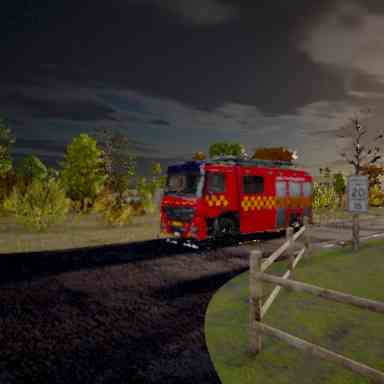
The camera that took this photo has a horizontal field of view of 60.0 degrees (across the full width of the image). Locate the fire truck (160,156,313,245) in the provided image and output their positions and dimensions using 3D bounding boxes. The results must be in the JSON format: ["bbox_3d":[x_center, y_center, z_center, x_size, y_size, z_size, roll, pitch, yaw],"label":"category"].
[{"bbox_3d":[2.597,0.311,16.686,8.468,3.827,2.891,0,1,-40],"label":"fire truck"}]
